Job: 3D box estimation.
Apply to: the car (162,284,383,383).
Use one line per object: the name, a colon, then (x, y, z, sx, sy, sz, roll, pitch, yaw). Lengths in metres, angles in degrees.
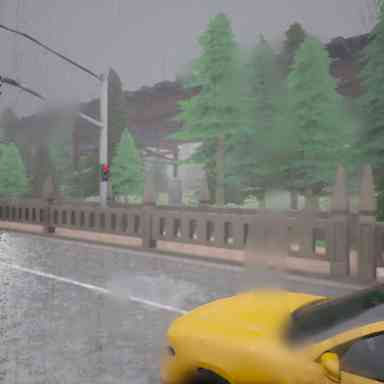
car: (2.010, 1.480, 2.558, 5.008, 1.535, 1.882, 1, 0, 36)
